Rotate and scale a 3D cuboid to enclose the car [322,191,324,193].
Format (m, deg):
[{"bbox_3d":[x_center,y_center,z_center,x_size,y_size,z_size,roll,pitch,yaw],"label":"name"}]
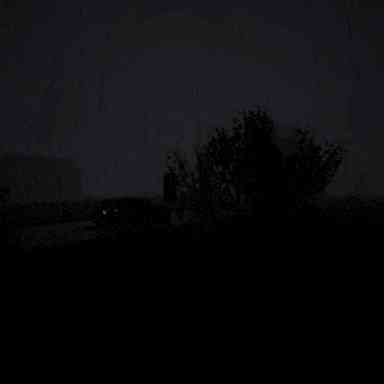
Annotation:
[{"bbox_3d":[19.417,0.090,52.376,2.150,2.045,5.566,1,2,32],"label":"car"}]

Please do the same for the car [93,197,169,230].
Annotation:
[{"bbox_3d":[-3.296,1.043,19.020,2.097,1.767,4.553,1,2,36],"label":"car"}]
